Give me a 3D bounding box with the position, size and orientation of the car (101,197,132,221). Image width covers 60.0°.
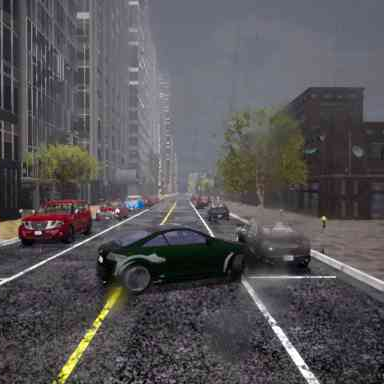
[{"bbox_3d":[-6.390,1.432,26.816,1.967,1.590,4.097,-1,0,-1],"label":"car"}]

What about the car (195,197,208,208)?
[{"bbox_3d":[1.394,1.509,50.056,1.752,1.417,4.829,-1,0,-1],"label":"car"}]

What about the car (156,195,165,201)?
[{"bbox_3d":[-7.850,1.496,82.703,1.752,1.417,4.829,-1,0,-1],"label":"car"}]

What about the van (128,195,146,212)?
[{"bbox_3d":[-6.691,1.329,38.609,1.690,1.788,3.998,-1,0,-1],"label":"van"}]

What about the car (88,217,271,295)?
[{"bbox_3d":[-0.329,1.558,8.686,4.181,1.385,1.994,0,0,-26],"label":"car"}]

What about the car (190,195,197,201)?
[{"bbox_3d":[0.378,1.551,88.614,1.802,1.307,4.206,-1,0,-1],"label":"car"}]

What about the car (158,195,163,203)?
[{"bbox_3d":[-7.417,1.522,66.274,1.887,1.381,4.507,-1,0,-1],"label":"car"}]

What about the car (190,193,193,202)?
[{"bbox_3d":[0.812,1.290,72.017,2.192,1.841,5.009,-1,0,-1],"label":"car"}]

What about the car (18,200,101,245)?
[{"bbox_3d":[-6.190,1.310,15.748,2.192,1.841,5.009,-1,0,-1],"label":"car"}]

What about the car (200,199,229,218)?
[{"bbox_3d":[2.013,1.543,27.021,2.008,1.369,4.403,-1,0,-1],"label":"car"}]

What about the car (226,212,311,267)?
[{"bbox_3d":[2.549,1.548,11.161,2.008,1.369,4.403,-1,0,-1],"label":"car"}]

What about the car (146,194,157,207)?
[{"bbox_3d":[-6.982,1.298,49.675,2.192,1.841,5.009,-1,0,-1],"label":"car"}]

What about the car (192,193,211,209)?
[{"bbox_3d":[1.541,1.301,44.353,2.192,1.841,5.009,-1,0,-1],"label":"car"}]
